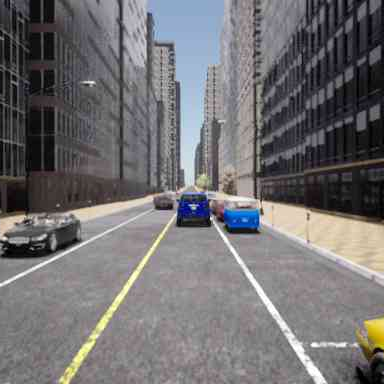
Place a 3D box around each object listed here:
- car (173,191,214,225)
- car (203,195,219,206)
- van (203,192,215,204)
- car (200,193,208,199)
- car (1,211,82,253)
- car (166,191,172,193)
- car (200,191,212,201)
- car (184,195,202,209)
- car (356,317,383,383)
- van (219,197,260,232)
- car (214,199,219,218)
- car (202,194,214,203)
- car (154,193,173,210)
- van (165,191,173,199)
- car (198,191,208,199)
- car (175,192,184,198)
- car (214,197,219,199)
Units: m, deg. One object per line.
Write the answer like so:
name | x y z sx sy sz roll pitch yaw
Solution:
car | 0.110 1.054 22.815 2.150 2.045 5.566 0 0 0
car | 2.708 1.191 47.253 2.008 1.369 4.403 0 1 0
van | 2.710 0.934 52.949 1.690 1.788 3.998 0 1 0
car | 2.720 0.910 75.908 1.752 1.417 4.829 0 1 0
car | -5.686 1.457 13.074 2.008 1.369 4.403 0 0 0
car | -5.661 0.968 75.743 1.802 1.307 4.206 0 1 0
car | 2.715 0.805 64.343 2.192 1.841 5.009 0 1 0
car | 0.116 1.179 41.433 2.128 1.511 4.902 0 0 0
car | 2.690 1.512 1.846 1.752 1.417 4.829 0 0 0
van | 2.697 1.205 18.766 1.690 1.788 3.998 0 0 0
car | 2.699 1.402 24.465 1.802 1.307 4.206 0 0 0
car | 2.713 1.087 58.649 1.887 1.381 4.507 0 1 0
car | -3.080 1.198 37.234 1.882 1.535 5.008 0 0 0
van | -5.659 0.675 81.439 1.690 1.788 3.998 0 1 0
car | 2.722 0.649 81.435 2.192 1.841 5.009 0 1 0
car | -2.970 0.650 78.459 1.812 1.442 4.674 0 1 0
car | 2.701 1.357 30.162 1.802 1.307 4.206 0 0 0
